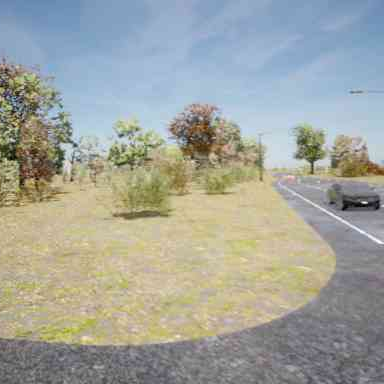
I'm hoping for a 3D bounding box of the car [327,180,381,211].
[{"bbox_3d":[9.150,0.104,19.168,1.882,1.535,5.008,-2,3,11],"label":"car"}]

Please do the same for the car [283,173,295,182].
[{"bbox_3d":[19.665,-3.031,67.361,2.097,1.767,4.553,-1,3,18],"label":"car"}]
